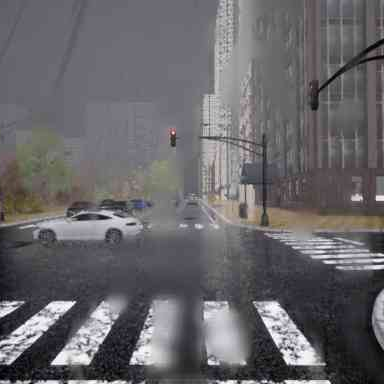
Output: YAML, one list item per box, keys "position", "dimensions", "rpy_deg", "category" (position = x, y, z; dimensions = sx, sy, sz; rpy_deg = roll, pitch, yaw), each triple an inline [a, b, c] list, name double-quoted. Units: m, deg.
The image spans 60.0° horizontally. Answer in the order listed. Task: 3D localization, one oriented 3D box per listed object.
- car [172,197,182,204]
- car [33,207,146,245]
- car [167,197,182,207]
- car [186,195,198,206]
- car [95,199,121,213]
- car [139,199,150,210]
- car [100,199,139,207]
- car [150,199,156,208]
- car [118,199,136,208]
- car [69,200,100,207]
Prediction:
- position: [-3.186, 1.773, 70.600]
  dimensions: [1.812, 1.442, 4.674]
  rpy_deg: [0, 0, 0]
  category: "car"
- position: [-4.672, 1.545, 15.101]
  dimensions: [4.674, 1.442, 1.812]
  rpy_deg: [0, 0, -1]
  category: "car"
- position: [-3.143, 1.647, 55.993]
  dimensions: [2.128, 1.511, 4.902]
  rpy_deg: [0, 0, 0]
  category: "car"
- position: [0.007, 1.721, 58.932]
  dimensions: [2.033, 1.411, 5.357]
  rpy_deg: [0, 0, 0]
  category: "car"
- position: [-9.840, 1.585, 39.441]
  dimensions: [1.837, 1.490, 4.892]
  rpy_deg: [0, 0, 0]
  category: "car"
- position: [-6.591, 1.559, 39.684]
  dimensions: [1.882, 1.535, 5.008]
  rpy_deg: [0, 0, 0]
  category: "car"
- position: [-6.561, 1.557, 30.611]
  dimensions: [1.837, 1.490, 4.892]
  rpy_deg: [0, 0, 2]
  category: "car"
- position: [-6.584, 1.725, 49.865]
  dimensions: [1.895, 1.301, 4.718]
  rpy_deg: [0, 0, 0]
  category: "car"
- position: [-9.833, 1.729, 50.556]
  dimensions: [1.895, 1.301, 4.718]
  rpy_deg: [0, 0, 0]
  category: "car"
- position: [-9.841, 1.555, 30.260]
  dimensions: [1.837, 1.490, 4.892]
  rpy_deg: [0, 0, 0]
  category: "car"
